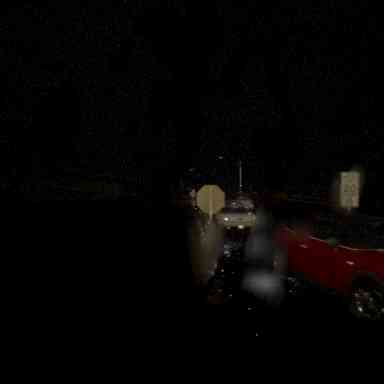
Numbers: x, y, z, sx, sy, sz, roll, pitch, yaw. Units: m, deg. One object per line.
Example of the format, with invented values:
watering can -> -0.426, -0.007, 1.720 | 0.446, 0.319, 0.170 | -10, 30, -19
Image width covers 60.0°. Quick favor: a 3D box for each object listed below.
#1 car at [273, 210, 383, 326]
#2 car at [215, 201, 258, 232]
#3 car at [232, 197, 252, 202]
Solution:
car -> 3.557, 1.268, 7.034 | 2.097, 1.767, 4.553 | 0, 1, -13
car -> 2.390, 1.403, 18.752 | 1.895, 1.301, 4.718 | 0, 1, -1
car -> 5.053, 1.179, 33.529 | 1.812, 1.442, 4.674 | 0, 1, -1
